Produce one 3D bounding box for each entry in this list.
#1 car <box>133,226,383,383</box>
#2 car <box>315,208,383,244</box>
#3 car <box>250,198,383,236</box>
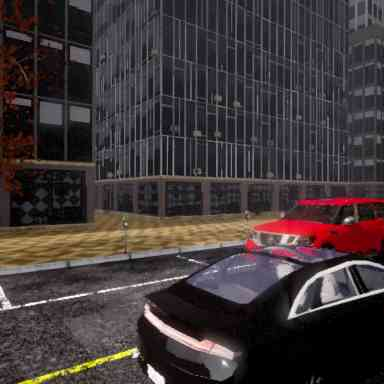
[{"bbox_3d":[1.641,1.492,4.480,4.902,1.511,2.128,0,0,-36],"label":"car"},{"bbox_3d":[8.140,1.563,16.226,4.313,1.339,1.947,0,0,-36],"label":"car"},{"bbox_3d":[4.201,1.221,10.237,5.566,2.045,2.150,0,0,-35],"label":"car"}]
